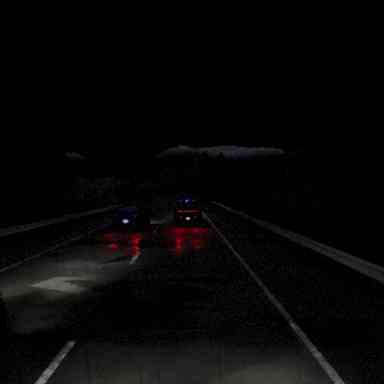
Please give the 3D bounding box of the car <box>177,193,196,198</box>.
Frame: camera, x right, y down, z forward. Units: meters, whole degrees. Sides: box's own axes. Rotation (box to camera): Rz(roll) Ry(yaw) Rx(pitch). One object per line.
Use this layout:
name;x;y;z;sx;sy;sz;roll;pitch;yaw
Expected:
car;-0.643;1.090;40.313;2.150;2.045;5.566;0;1;-1

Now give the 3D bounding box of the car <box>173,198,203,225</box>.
car;-0.293;1.415;23.000;2.128;1.511;4.902;0;0;-1

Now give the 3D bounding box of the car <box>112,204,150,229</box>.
car;-3.750;1.458;20.877;1.812;1.442;4.674;0;0;-1

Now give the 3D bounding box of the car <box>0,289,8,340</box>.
car;-3.447;1.484;2.660;2.128;1.511;4.902;0;0;0
